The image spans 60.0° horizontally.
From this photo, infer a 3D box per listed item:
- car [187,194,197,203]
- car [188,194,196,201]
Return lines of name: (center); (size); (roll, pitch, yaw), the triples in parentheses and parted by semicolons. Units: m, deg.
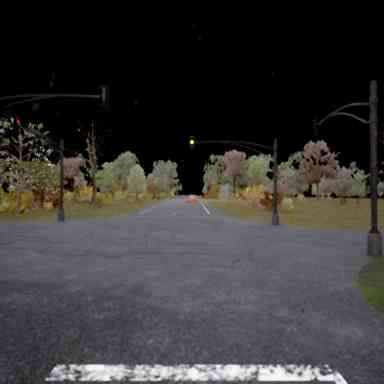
car: (0.047, 1.287, 68.601); (2.097, 1.767, 4.553); (0, 0, 0)
car: (0.053, 1.293, 78.636); (1.812, 1.442, 4.674); (0, 0, 0)
